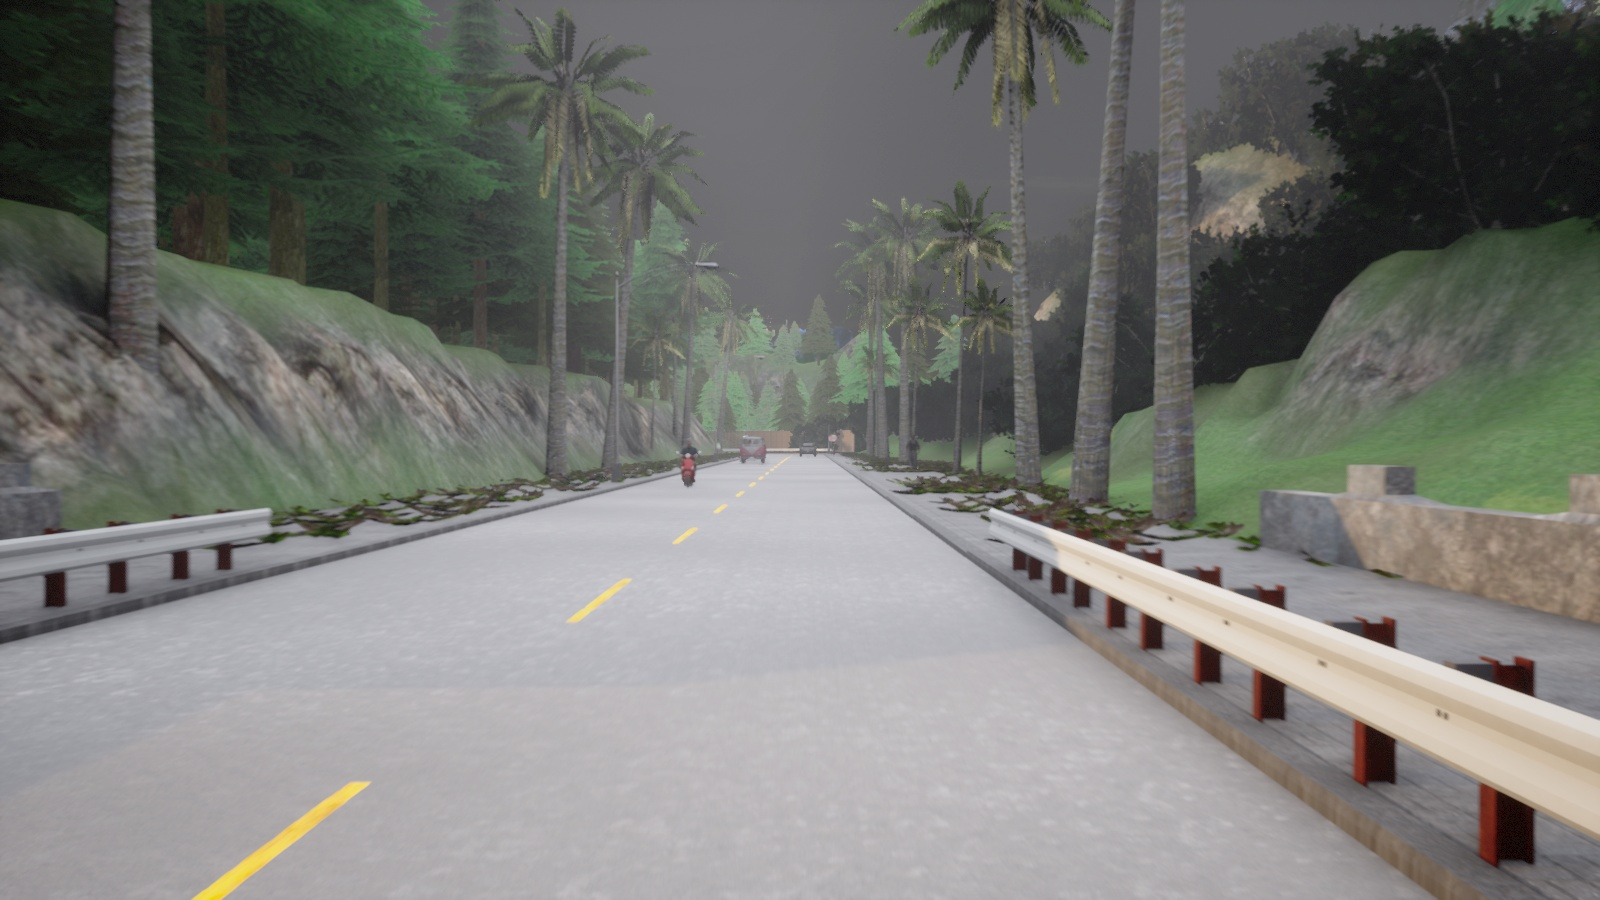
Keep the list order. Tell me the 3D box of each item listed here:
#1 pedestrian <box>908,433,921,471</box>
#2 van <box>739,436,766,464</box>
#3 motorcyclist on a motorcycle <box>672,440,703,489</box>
[{"bbox_3d":[5.703,0.102,62.549,0.563,1.883,0.849,0,0,1],"label":"pedestrian"},{"bbox_3d":[-3.451,-0.015,91.862,1.775,1.987,4.442,0,0,0],"label":"van"},{"bbox_3d":[-3.748,0.463,41.978,0.866,1.590,1.817,0,0,0],"label":"motorcyclist on a motorcycle"}]
